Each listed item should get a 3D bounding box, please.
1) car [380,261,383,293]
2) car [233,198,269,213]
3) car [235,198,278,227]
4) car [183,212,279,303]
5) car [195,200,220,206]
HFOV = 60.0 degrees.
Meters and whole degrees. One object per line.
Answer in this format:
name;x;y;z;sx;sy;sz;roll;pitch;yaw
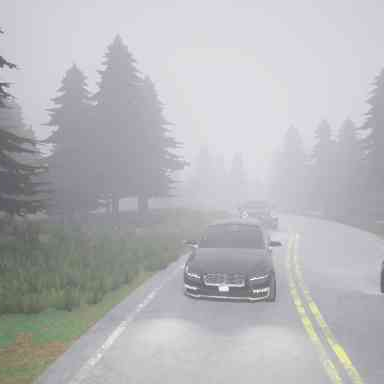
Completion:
car;4.498;1.308;4.647;2.097;1.767;4.553;-1;0;8
car;6.240;1.410;35.737;1.837;1.490;4.892;2;-1;-15
car;3.906;1.269;20.424;2.097;1.767;4.553;-1;0;5
car;1.100;1.496;8.421;1.837;1.490;4.892;-1;0;13
car;1.966;1.798;44.867;1.812;1.442;4.674;3;-5;-35
